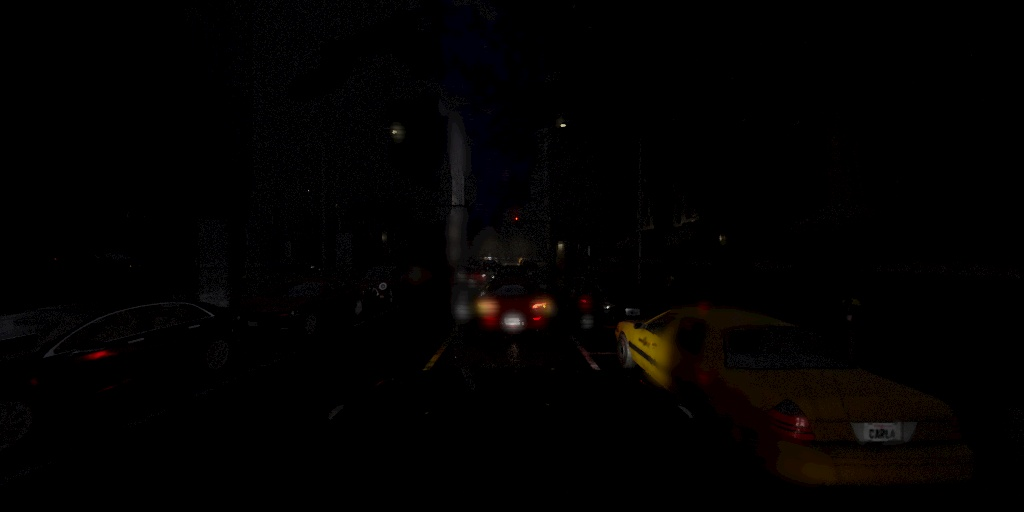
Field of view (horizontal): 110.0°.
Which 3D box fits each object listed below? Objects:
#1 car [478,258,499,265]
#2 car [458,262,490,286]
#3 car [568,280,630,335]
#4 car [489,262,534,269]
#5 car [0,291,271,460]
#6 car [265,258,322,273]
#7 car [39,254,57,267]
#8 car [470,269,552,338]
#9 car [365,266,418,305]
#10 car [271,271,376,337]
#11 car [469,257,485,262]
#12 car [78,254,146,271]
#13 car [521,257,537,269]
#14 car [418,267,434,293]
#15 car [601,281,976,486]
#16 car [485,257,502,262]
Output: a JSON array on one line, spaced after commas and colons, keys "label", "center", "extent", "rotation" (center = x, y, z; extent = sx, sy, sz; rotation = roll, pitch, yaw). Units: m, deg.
[{"label": "car", "center": [-3.138, 1.285, 47.985], "extent": [1.812, 1.442, 4.674], "rotation": [0, 0, 0]}, {"label": "car", "center": [-2.830, 1.350, 25.195], "extent": [1.895, 1.301, 4.718], "rotation": [0, 0, -9]}, {"label": "car", "center": [2.756, 1.316, 10.263], "extent": [1.948, 1.339, 4.313], "rotation": [0, 0, 0]}, {"label": "car", "center": [0.004, 1.256, 18.964], "extent": [1.837, 1.490, 4.892], "rotation": [0, 0, 0]}, {"label": "car", "center": [-5.764, 1.300, 4.797], "extent": [2.007, 1.370, 4.403], "rotation": [0, 0, 0]}, {"label": "car", "center": [-19.835, 0.919, 32.611], "extent": [4.674, 1.442, 1.812], "rotation": [1, 0, 0]}, {"label": "car", "center": [-48.217, 0.417, 35.684], "extent": [4.181, 1.385, 1.994], "rotation": [1, 0, 0]}, {"label": "car", "center": [0.063, 1.276, 10.097], "extent": [1.812, 1.442, 4.674], "rotation": [0, 0, 0]}, {"label": "car", "center": [-5.774, 1.190, 15.711], "extent": [1.967, 1.591, 4.097], "rotation": [0, 0, 0]}, {"label": "car", "center": [-5.769, 1.295, 10.254], "extent": [1.888, 1.381, 4.507], "rotation": [0, 0, 0]}, {"label": "car", "center": [-5.811, 1.079, 58.575], "extent": [2.192, 1.841, 5.009], "rotation": [0, 0, 0]}, {"label": "car", "center": [-36.322, 0.583, 32.573], "extent": [4.892, 1.490, 1.837], "rotation": [1, 0, 0]}, {"label": "car", "center": [2.719, 1.202, 53.145], "extent": [1.967, 1.591, 4.097], "rotation": [0, 0, 0]}, {"label": "car", "center": [-5.778, 1.277, 20.997], "extent": [1.751, 1.417, 4.829], "rotation": [0, 0, 0]}, {"label": "car", "center": [2.761, 1.275, 4.976], "extent": [1.751, 1.417, 4.829], "rotation": [0, 0, 0]}, {"label": "car", "center": [-3.133, 1.328, 57.953], "extent": [1.994, 1.385, 4.181], "rotation": [0, 0, 0]}]
